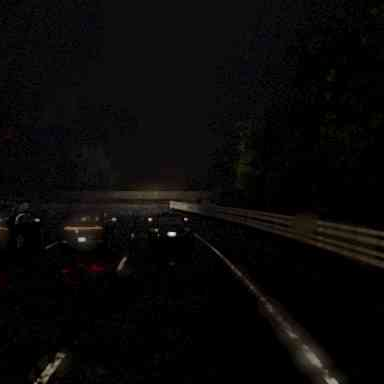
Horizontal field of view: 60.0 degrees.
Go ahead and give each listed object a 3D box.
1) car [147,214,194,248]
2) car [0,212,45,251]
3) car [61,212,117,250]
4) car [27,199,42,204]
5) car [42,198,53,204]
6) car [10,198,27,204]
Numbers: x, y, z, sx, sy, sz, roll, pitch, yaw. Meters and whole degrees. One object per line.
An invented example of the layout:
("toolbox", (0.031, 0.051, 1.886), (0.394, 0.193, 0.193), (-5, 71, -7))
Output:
("car", (-1.099, 1.711, 15.664), (1.994, 1.385, 4.181), (0, 0, -8))
("car", (-8.032, 1.633, 14.714), (2.128, 1.511, 4.902), (0, 0, -8))
("car", (-4.565, 1.636, 15.190), (2.128, 1.511, 4.902), (0, 0, -8))
("car", (-39.103, 2.285, 81.129), (4.181, 1.385, 1.994), (0, -1, 40))
("car", (-36.737, 2.251, 83.709), (4.892, 1.490, 1.837), (0, -1, 40))
("car", (-41.468, 2.238, 78.549), (4.674, 1.442, 1.812), (0, -1, 40))
